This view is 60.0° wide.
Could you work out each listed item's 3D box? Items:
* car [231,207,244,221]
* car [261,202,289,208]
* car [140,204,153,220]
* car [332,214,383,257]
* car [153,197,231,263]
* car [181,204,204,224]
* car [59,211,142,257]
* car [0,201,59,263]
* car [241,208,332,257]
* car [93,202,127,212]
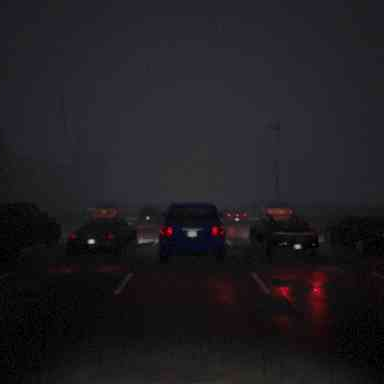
[{"bbox_3d":[3.553,1.884,28.250,1.895,1.301,4.718,0,-1,1],"label":"car"},{"bbox_3d":[7.055,1.635,28.419,2.097,1.767,4.553,0,-1,1],"label":"car"},{"bbox_3d":[-3.445,1.793,28.515,1.837,1.490,4.892,0,0,0],"label":"car"},{"bbox_3d":[7.038,1.643,13.499,1.837,1.490,4.892,0,0,1],"label":"car"},{"bbox_3d":[0.028,1.352,12.566,2.150,2.045,5.566,0,0,0],"label":"car"},{"bbox_3d":[0.060,1.815,28.905,1.812,1.442,4.674,0,0,1],"label":"car"},{"bbox_3d":[-3.460,1.701,13.498,1.994,1.385,4.181,0,0,0],"label":"car"},{"bbox_3d":[-6.973,1.352,12.564,2.150,2.045,5.566,0,0,0],"label":"car"},{"bbox_3d":[3.538,1.629,13.504,2.128,1.511,4.902,0,0,1],"label":"car"},{"bbox_3d":[-6.945,1.636,28.436,2.097,1.767,4.553,0,-1,1],"label":"car"}]
